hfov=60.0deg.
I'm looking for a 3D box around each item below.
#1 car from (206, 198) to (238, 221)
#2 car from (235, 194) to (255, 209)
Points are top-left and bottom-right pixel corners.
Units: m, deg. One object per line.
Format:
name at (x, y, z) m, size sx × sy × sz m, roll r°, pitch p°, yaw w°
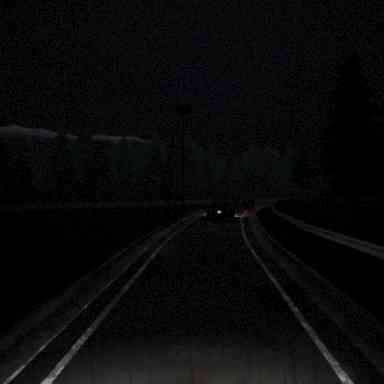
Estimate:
car at (2.299, 1.389, 25.804) m, size 1.994 × 1.385 × 4.181 m, roll 0°, pitch 0°, yaw 10°
car at (6.401, 1.079, 40.827) m, size 2.097 × 1.767 × 4.553 m, roll 0°, pitch 0°, yaw 20°
